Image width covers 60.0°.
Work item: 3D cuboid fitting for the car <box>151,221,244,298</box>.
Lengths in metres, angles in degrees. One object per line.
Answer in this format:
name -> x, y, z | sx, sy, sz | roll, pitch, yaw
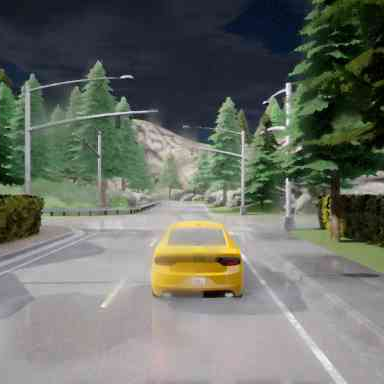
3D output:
car -> 0.121, 1.478, 8.563 | 1.882, 1.535, 5.008 | 0, 0, 0
